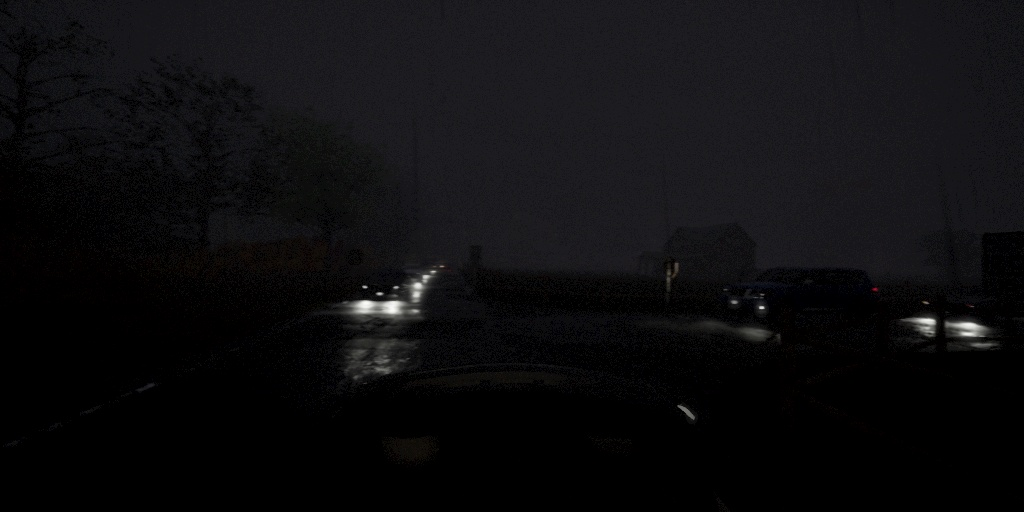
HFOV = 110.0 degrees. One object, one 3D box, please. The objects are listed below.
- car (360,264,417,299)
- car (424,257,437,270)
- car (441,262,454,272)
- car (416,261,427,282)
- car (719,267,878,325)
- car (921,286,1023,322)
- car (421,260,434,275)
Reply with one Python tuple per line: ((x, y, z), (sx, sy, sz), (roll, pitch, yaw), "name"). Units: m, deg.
((-6.360, 1.319, 18.642), (2.033, 1.411, 5.357), (2, -1, -10), "car")
((-13.479, 1.240, 58.482), (2.150, 2.045, 5.566), (2, -1, -10), "car")
((-9.933, 1.641, 54.831), (2.033, 1.411, 5.357), (2, -1, -10), "car")
((-8.516, 1.378, 30.568), (1.812, 1.442, 4.674), (2, -1, -10), "car")
((10.901, 1.422, 13.693), (5.566, 2.045, 2.150), (2, -1, -10), "car")
((20.945, 2.045, 15.672), (5.357, 1.411, 2.033), (2, -1, -11), "car")
((-10.617, 1.489, 42.245), (1.994, 1.385, 4.181), (2, -1, -10), "car")
